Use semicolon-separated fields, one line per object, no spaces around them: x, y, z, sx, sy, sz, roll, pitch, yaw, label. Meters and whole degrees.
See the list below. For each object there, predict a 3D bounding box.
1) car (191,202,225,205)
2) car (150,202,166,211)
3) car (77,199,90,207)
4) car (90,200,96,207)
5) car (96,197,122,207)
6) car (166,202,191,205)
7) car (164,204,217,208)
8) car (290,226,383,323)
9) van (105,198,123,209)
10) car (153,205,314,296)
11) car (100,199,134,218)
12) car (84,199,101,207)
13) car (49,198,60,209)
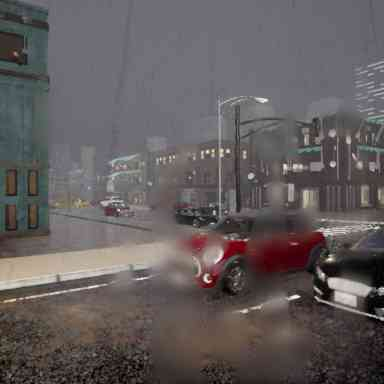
2.219;1.809;35.837;2.008;1.369;4.403;-2;0;-35;car
-4.176;1.966;44.872;1.802;1.307;4.206;-1;0;-35;car
-21.646;2.175;65.075;1.882;1.535;5.008;-1;0;-35;car
-16.976;1.940;62.942;2.192;1.841;5.009;-1;0;-35;car
-12.688;1.755;52.423;2.150;2.045;5.566;-1;0;-36;car
-0.979;1.904;40.355;1.802;1.307;4.206;-2;0;-35;car
0.102;1.814;24.115;1.947;1.339;4.313;-1;0;-35;car
4.522;1.490;6.890;4.902;1.511;2.128;0;0;-35;car
-13.777;1.907;58.425;1.690;1.788;3.998;-1;0;-35;van
1.534;1.351;8.755;4.553;1.767;2.097;0;0;-35;car
-7.820;1.846;35.510;1.967;1.590;4.097;-1;0;-35;car
-20.169;2.228;67.460;1.887;1.381;4.507;-1;0;-35;car
-23.711;2.233;57.960;1.752;1.417;4.829;-1;0;-35;car
